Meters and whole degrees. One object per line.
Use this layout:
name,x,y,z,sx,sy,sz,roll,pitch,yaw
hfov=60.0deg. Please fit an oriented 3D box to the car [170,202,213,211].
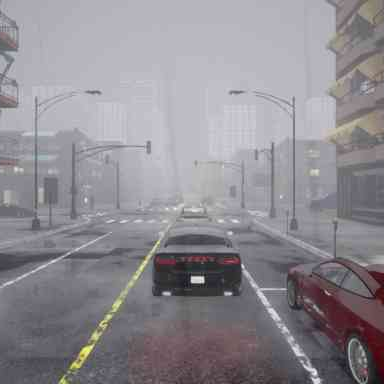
car,0.108,1.499,17.861,2.128,1.511,4.902,0,0,0

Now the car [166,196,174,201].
car,-5.654,1.683,87.326,1.802,1.307,4.206,0,0,0

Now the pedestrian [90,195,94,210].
pedestrian,-12.495,1.311,41.439,0.375,1.860,0.375,0,0,0

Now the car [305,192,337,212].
car,15.185,1.052,35.908,5.566,2.045,2.150,-1,0,0

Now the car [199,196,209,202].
car,2.722,1.644,76.273,1.947,1.339,4.313,0,0,0

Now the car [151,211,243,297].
car,0.103,1.480,8.653,1.882,1.535,5.008,0,0,0

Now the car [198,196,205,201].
car,2.729,1.696,92.848,1.802,1.307,4.206,0,0,0

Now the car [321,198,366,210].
car,17.504,1.378,38.489,4.313,1.339,1.947,-1,0,0

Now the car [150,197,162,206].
car,-5.755,1.586,54.178,1.887,1.381,4.507,0,0,0

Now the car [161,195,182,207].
car,-3.070,1.584,51.139,2.033,1.411,5.357,0,0,0

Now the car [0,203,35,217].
car,-17.547,1.766,32.703,4.181,1.385,1.994,-1,0,0

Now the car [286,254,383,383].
car,2.694,1.583,4.944,1.802,1.307,4.206,0,0,0

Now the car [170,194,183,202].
car,-3.043,1.577,60.584,1.812,1.442,4.674,0,0,0

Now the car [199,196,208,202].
car,2.724,1.640,81.798,2.008,1.369,4.403,0,0,0

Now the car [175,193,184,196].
car,-2.971,1.294,71.189,2.150,2.045,5.566,0,0,0

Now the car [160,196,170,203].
car,-5.660,1.593,70.581,1.752,1.417,4.829,0,0,0

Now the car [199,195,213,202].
car,2.716,1.365,59.697,2.192,1.841,5.009,0,0,0

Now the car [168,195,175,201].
car,-5.652,1.639,92.681,1.752,1.417,4.829,0,0,0

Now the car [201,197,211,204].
car,2.718,1.624,65.222,1.947,1.339,4.313,0,0,0

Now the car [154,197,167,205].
car,-5.665,1.616,59.700,1.947,1.339,4.313,0,0,0

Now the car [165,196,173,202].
car,-5.656,1.671,81.802,1.802,1.307,4.206,0,0,0
